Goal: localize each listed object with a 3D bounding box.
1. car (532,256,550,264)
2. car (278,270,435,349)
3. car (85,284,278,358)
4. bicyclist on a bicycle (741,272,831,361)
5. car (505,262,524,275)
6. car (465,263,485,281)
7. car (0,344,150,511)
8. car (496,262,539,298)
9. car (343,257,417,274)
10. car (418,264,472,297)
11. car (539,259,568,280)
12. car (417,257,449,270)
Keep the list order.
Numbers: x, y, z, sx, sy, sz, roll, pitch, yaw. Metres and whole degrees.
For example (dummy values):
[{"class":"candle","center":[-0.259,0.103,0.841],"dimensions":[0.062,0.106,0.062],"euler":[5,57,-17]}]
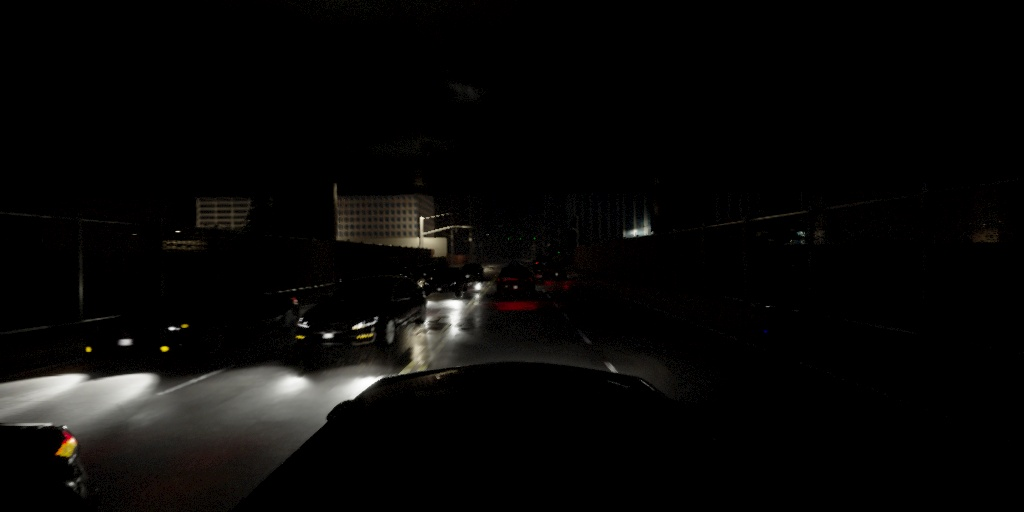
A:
[{"class":"car","center":[3.725,0.999,44.346],"dimensions":[2.150,2.045,5.566],"euler":[-1,0,1]},{"class":"car","center":[-3.577,1.304,9.428],"dimensions":[1.837,1.490,4.892],"euler":[-1,0,0]},{"class":"car","center":[-7.076,1.398,8.573],"dimensions":[1.994,1.385,4.181],"euler":[-1,0,1]},{"class":"bicyclist on a bicycle","center":[5.059,1.120,6.624],"dimensions":[1.656,1.620,0.582],"euler":[0,0,0]},{"class":"car","center":[0.278,1.373,41.638],"dimensions":[1.994,1.385,4.181],"euler":[-1,0,0]},{"class":"car","center":[-3.417,1.333,30.700],"dimensions":[1.837,1.490,4.892],"euler":[-1,1,1]},{"class":"car","center":[-3.625,1.350,0.483],"dimensions":[1.994,1.385,4.181],"euler":[-1,0,0]},{"class":"car","center":[0.170,1.252,18.701],"dimensions":[1.882,1.535,5.008],"euler":[-1,0,0]},{"class":"car","center":[-7.025,1.071,18.983],"dimensions":[2.150,2.045,5.566],"euler":[-1,0,1]},{"class":"car","center":[-3.513,1.340,19.635],"dimensions":[1.812,1.442,4.674],"euler":[-1,0,0]},{"class":"car","center":[3.691,1.284,31.619],"dimensions":[1.812,1.442,4.674],"euler":[-1,0,1]},{"class":"car","center":[-6.910,1.084,31.326],"dimensions":[2.150,2.045,5.566],"euler":[-1,1,1]}]
